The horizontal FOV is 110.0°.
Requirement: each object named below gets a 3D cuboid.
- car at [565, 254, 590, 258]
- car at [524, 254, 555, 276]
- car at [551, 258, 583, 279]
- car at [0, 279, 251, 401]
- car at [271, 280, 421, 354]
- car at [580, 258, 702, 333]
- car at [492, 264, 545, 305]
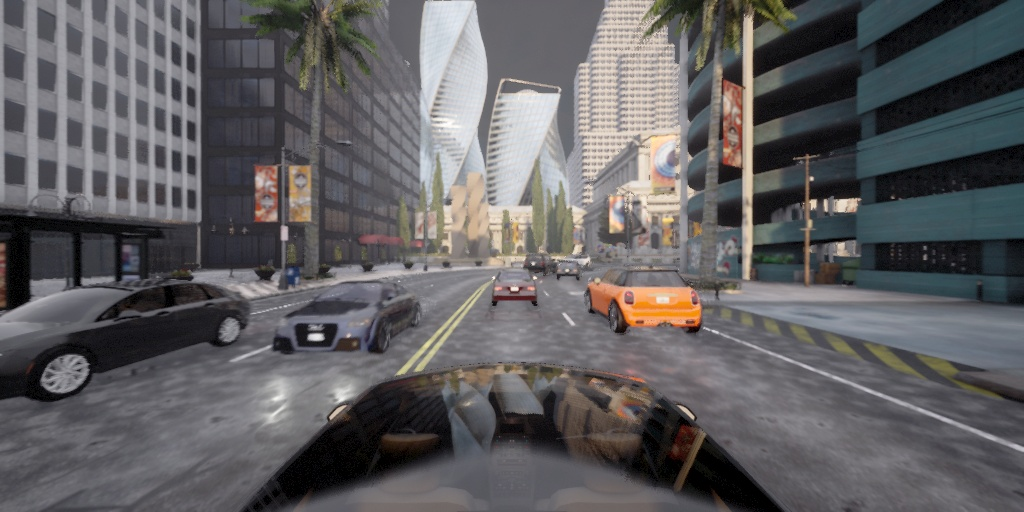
[{"bbox_3d":[8.852,0.746,50.255,5.566,2.045,2.150,0,0,-44],"label":"car"},{"bbox_3d":[2.871,0.813,34.829,2.150,2.045,5.566,0,0,21],"label":"car"},{"bbox_3d":[4.907,1.164,30.130,2.033,1.411,5.357,0,0,15],"label":"car"},{"bbox_3d":[-7.082,1.233,6.452,1.837,1.490,4.892,0,0,0],"label":"car"},{"bbox_3d":[-3.572,1.282,8.538,1.994,1.385,4.181,0,0,0],"label":"car"},{"bbox_3d":[3.600,1.060,10.684,2.097,1.767,4.553,0,0,0],"label":"car"},{"bbox_3d":[0.104,1.233,15.558,2.033,1.411,5.357,0,0,0],"label":"car"}]
